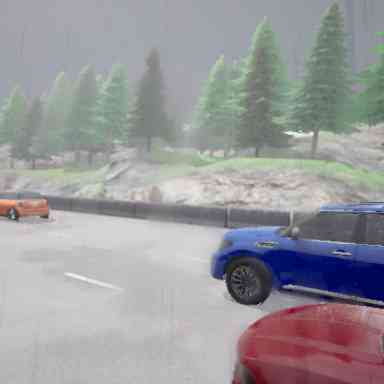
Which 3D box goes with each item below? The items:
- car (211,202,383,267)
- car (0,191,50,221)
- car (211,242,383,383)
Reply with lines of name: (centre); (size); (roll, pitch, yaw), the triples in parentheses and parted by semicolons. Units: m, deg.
car: (3.073, 1.191, 6.099); (5.566, 2.045, 2.150); (2, 1, 35)
car: (-10.695, 0.705, 20.217); (4.553, 1.767, 2.097); (2, 1, 35)
car: (2.651, 1.510, 2.101); (5.008, 1.535, 1.882); (2, 1, 35)
